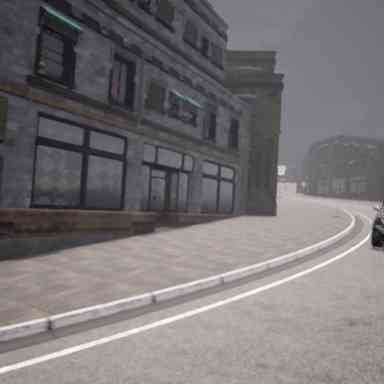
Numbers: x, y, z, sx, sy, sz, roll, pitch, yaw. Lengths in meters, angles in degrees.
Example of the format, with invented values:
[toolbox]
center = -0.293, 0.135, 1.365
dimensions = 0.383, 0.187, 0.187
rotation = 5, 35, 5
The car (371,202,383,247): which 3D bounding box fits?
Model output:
[car]
center = 9.053, 1.132, 13.956
dimensions = 2.150, 2.045, 5.566
rotation = 1, 1, 34
